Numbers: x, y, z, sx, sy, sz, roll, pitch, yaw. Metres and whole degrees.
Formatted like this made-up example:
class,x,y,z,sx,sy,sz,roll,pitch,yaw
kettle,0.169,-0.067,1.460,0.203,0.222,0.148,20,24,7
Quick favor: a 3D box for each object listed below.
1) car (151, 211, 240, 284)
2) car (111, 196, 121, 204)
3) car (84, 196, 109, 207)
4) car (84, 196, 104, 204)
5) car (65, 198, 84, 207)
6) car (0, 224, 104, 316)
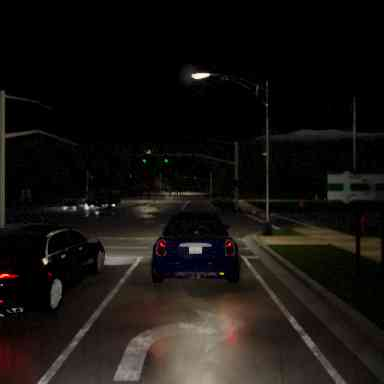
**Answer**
class,x,y,z,sx,sy,sz,roll,pitch,yaw
car,0.089,1.343,9.686,2.097,1.767,4.553,0,0,0
car,-14.322,1.445,60.466,1.837,1.490,4.892,0,0,1
car,-14.516,1.454,51.091,1.837,1.490,4.892,0,0,1
car,-17.807,1.431,60.742,2.128,1.511,4.902,0,0,1
car,-18.007,1.549,51.661,1.895,1.301,4.718,0,0,1
car,-3.410,1.498,7.536,1.837,1.490,4.892,0,0,0
